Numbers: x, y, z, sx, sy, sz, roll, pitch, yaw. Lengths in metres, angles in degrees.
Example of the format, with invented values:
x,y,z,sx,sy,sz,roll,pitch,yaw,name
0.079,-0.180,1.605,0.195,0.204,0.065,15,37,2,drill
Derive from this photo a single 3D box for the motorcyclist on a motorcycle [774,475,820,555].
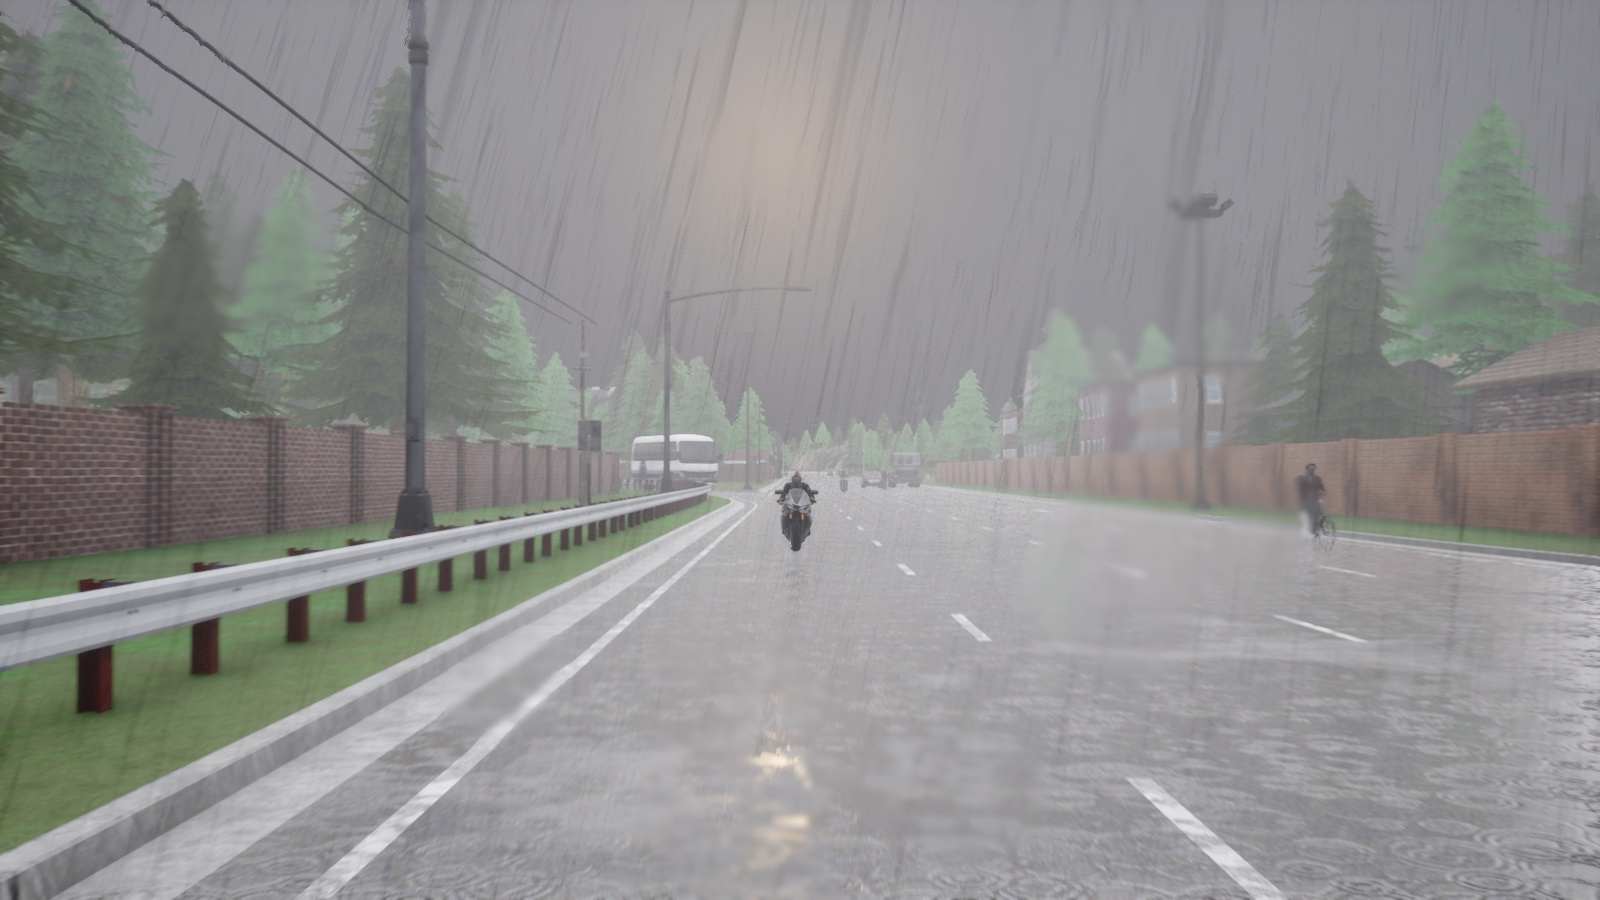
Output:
x,y,z,sx,sy,sz,roll,pitch,yaw,name
-0.060,1.267,25.124,0.866,1.530,2.191,0,-1,0,motorcyclist on a motorcycle

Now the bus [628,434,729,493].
x,y,z,sx,sy,sz,roll,pitch,yaw,name
-9.328,1.059,95.283,3.944,4.253,10.273,1,-1,-28,bus

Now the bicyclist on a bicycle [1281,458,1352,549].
x,y,z,sx,sy,sz,roll,pitch,yaw,name
10.437,1.067,25.452,0.659,1.776,1.843,0,-1,0,bicyclist on a bicycle
